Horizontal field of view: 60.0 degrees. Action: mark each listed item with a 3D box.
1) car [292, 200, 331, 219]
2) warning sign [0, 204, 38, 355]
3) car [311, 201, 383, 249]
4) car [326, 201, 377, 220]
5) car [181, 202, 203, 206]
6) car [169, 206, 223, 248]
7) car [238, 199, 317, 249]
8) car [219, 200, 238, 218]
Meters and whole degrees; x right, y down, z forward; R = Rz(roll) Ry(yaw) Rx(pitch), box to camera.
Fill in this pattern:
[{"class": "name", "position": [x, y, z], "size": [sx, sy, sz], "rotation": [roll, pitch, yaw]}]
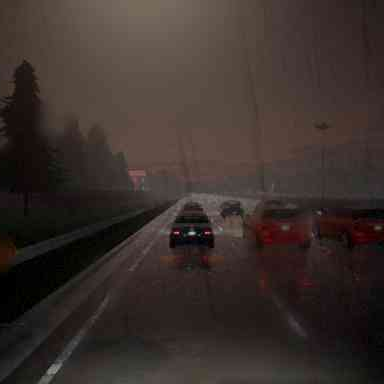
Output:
[{"class": "car", "position": [10.500, 1.533, 29.650], "size": [1.812, 1.442, 4.674], "rotation": [0, 0, 0]}, {"class": "warning sign", "position": [-3.050, 1.114, 4.649], "size": [1.300, 1.860, 1.060], "rotation": [0, 0, 0]}, {"class": "car", "position": [7.000, 1.366, 14.620], "size": [2.097, 1.767, 4.553], "rotation": [0, 0, 0]}, {"class": "car", "position": [14.000, 1.563, 29.650], "size": [2.033, 1.411, 5.357], "rotation": [0, 0, 0]}, {"class": "car", "position": [0.000, 1.572, 29.650], "size": [1.994, 1.385, 4.181], "rotation": [0, 0, 0]}, {"class": "car", "position": [0.000, 1.563, 14.650], "size": [2.033, 1.411, 5.357], "rotation": [0, 0, 0]}, {"class": "car", "position": [3.500, 1.365, 14.620], "size": [2.097, 1.767, 4.553], "rotation": [0, 0, 0]}, {"class": "car", "position": [3.500, 1.495, 29.650], "size": [2.128, 1.511, 4.902], "rotation": [0, 0, 0]}]
